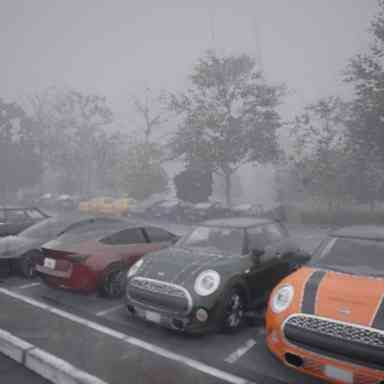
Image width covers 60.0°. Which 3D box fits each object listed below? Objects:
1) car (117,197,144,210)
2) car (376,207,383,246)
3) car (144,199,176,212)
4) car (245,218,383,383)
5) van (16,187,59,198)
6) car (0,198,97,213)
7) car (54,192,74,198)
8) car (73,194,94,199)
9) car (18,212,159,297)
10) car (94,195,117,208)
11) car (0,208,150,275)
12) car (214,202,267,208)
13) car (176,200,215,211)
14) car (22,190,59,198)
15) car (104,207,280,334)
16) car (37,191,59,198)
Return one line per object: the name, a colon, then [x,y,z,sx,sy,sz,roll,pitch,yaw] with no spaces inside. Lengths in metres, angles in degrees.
car: [-3.087,1.295,25.966,2.163,1.488,4.792,2,1,36]
car: [10.361,1.540,16.009,1.946,1.575,5.366,1,0,36]
car: [-0.814,1.333,24.345,2.097,1.535,5.008,2,1,36]
car: [2.944,1.421,5.498,2.185,1.767,4.553,0,0,36]
van: [-16.571,0.431,35.635,1.878,1.987,4.442,3,2,36]
car: [-6.108,1.273,11.993,2.185,1.767,4.553,1,1,36]
car: [-9.721,1.028,30.853,2.163,1.488,4.792,3,2,36]
car: [-7.370,1.095,29.340,1.946,1.575,5.366,2,1,36]
car: [-1.564,1.519,8.768,2.163,1.488,4.792,1,1,36]
car: [-5.109,1.186,27.699,1.946,1.575,5.366,2,1,36]
car: [-3.854,1.478,10.359,2.163,1.488,4.792,1,1,36]
car: [3.803,1.446,20.992,2.231,1.521,4.892,1,1,36]
car: [1.443,1.392,22.706,2.097,1.535,5.008,1,1,36]
car: [-14.343,0.807,34.177,2.002,1.452,4.674,3,2,36]
car: [0.694,1.397,7.131,2.185,1.767,4.553,1,0,36]
car: [-12.091,0.924,32.542,2.002,1.452,4.674,3,2,36]
